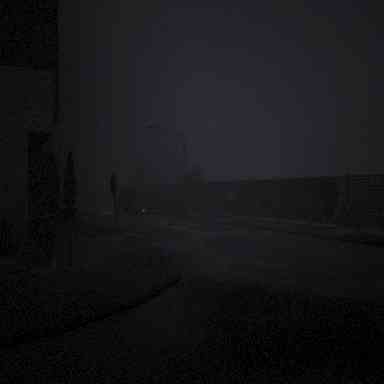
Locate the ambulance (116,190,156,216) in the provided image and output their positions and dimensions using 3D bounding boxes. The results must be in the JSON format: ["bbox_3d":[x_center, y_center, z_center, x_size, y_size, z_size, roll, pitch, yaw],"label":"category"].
[{"bbox_3d":[-5.932,1.031,33.319,2.351,2.431,6.366,0,0,-30],"label":"ambulance"}]
